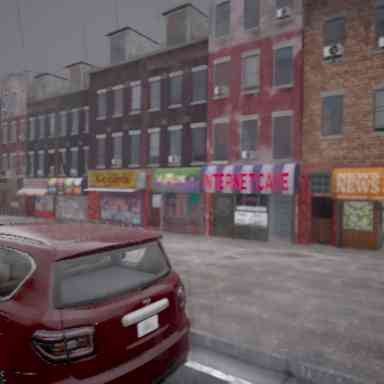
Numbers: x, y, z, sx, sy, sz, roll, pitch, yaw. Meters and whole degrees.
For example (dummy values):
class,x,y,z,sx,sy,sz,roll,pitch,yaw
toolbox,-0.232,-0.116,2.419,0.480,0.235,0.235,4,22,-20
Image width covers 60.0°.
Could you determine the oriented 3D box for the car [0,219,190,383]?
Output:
class,x,y,z,sx,sy,sz,roll,pitch,yaw
car,-2.350,1.314,4.461,5.009,1.841,2.192,0,1,36
